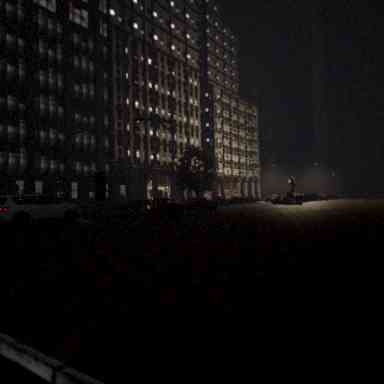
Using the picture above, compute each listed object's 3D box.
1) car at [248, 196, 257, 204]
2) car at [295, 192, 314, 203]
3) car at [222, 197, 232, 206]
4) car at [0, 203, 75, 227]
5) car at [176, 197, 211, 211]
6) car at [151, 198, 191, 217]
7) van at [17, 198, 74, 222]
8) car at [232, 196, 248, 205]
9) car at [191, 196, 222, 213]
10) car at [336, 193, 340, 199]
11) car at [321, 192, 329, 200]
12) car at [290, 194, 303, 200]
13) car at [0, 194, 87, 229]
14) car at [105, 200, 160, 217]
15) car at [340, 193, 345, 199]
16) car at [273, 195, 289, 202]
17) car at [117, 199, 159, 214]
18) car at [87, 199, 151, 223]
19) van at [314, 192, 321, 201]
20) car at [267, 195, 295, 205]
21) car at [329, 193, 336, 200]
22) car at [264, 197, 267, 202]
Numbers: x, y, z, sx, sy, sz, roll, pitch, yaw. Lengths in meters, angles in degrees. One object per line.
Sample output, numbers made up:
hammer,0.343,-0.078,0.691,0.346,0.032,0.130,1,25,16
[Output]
car,10.183,1.470,59.974,2.008,1.369,4.403,-2,-1,35
car,19.997,1.083,60.011,1.967,1.590,4.097,-2,-1,35
car,3.797,1.408,50.787,1.967,1.590,4.097,-2,-1,35
car,-11.455,1.579,24.264,2.033,1.411,5.357,-2,-1,35
car,0.269,1.435,41.117,1.837,1.490,4.892,-2,-1,35
car,-2.322,1.260,27.918,1.967,1.590,4.097,-2,-1,35
van,-12.163,1.442,27.817,1.690,1.788,3.998,-2,-1,35
car,6.991,1.488,55.379,1.887,1.381,4.507,-2,-1,35
car,0.867,1.374,32.503,1.802,1.307,4.206,-2,-1,35
car,32.848,1.118,78.283,1.947,1.339,4.313,-2,-1,35
car,26.413,1.037,69.154,1.967,1.590,4.097,-2,-1,35
car,26.142,1.353,82.944,1.887,1.381,4.507,-2,-1,35
car,-10.073,1.177,21.698,2.150,2.045,5.566,-2,-1,38
car,-5.690,1.528,32.559,2.033,1.411,5.357,-2,-1,35
car,36.130,1.056,83.010,1.752,1.417,4.829,-2,-1,35
car,19.758,1.396,73.757,1.887,1.381,4.507,-2,-1,35
car,-5.872,1.571,36.864,1.752,1.417,4.829,-2,-1,35
car,-5.410,1.372,23.470,1.752,1.417,4.829,-2,-1,35
van,23.208,0.961,64.579,1.690,1.788,3.998,-2,-1,35
car,13.717,1.215,50.981,1.752,1.417,4.829,-2,-1,35
car,29.618,0.889,73.726,2.192,1.841,5.009,-2,-1,35
car,16.564,1.314,69.163,1.967,1.590,4.097,-2,-1,35
